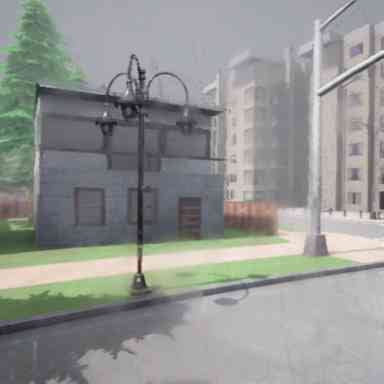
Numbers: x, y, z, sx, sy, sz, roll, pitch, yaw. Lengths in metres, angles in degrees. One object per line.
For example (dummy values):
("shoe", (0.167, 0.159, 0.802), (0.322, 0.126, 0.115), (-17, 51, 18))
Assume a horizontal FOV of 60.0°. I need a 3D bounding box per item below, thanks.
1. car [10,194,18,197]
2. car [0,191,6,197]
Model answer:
("car", (-35.577, 0.818, 66.950), (1.932, 1.855, 4.605), (1, 0, -26))
("car", (-37.658, 0.792, 65.487), (1.905, 1.878, 3.866), (1, 0, -26))
